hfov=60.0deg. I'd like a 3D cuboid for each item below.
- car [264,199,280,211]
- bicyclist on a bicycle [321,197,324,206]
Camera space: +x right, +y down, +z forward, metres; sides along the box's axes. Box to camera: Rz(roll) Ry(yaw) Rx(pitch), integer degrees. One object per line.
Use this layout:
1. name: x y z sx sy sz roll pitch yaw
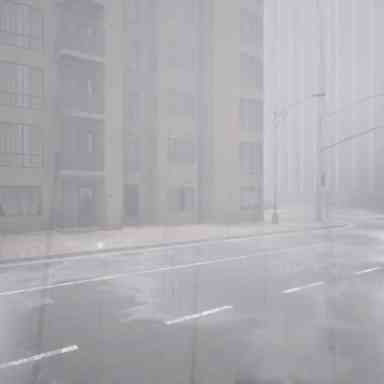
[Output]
1. car: 8.622 1.564 40.523 1.994 1.385 4.181 0 0 -34
2. bicyclist on a bicycle: 18.319 1.301 47.564 1.656 1.620 0.582 0 0 -34
